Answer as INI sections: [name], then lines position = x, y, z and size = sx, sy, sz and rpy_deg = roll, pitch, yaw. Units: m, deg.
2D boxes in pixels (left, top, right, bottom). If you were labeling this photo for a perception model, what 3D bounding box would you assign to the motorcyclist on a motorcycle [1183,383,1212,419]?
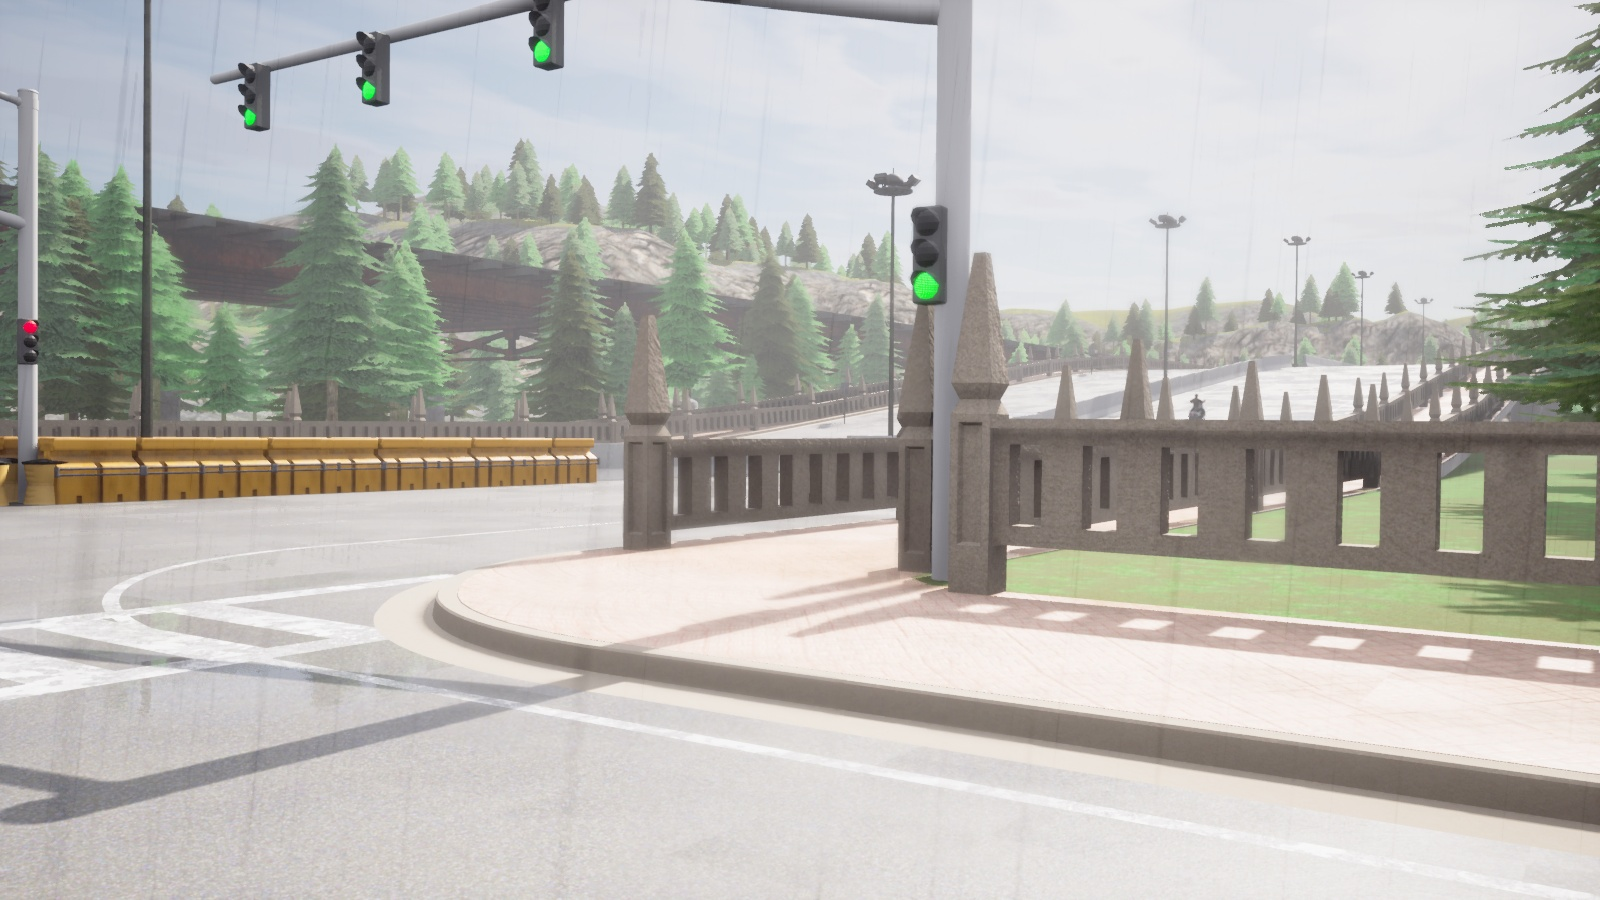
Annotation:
[motorcyclist on a motorcycle]
position = 20.686, -2.546, 65.257
size = 0.766, 1.649, 2.350
rpy_deg = 0, 7, 34
